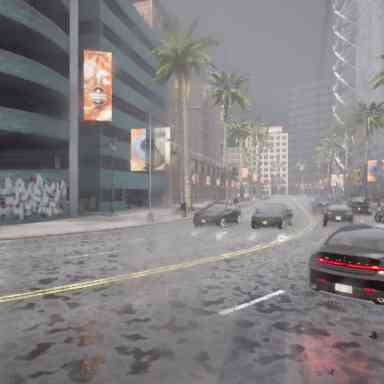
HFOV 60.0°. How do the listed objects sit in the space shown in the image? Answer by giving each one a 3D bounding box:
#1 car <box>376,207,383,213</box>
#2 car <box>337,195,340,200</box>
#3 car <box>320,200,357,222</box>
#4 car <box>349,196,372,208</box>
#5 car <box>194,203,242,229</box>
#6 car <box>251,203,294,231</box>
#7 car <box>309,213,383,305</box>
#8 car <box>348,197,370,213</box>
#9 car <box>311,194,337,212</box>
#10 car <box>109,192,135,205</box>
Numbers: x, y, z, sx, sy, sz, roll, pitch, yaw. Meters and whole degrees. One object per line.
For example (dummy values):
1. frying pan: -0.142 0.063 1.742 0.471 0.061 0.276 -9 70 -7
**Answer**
1. car: 13.281 1.557 21.786 1.994 1.385 4.181 0 0 21
2. car: 32.877 1.318 77.300 2.185 1.767 4.553 0 0 16
3. car: 10.205 1.516 23.453 1.812 1.442 4.674 0 0 21
4. car: 24.785 1.461 49.062 2.231 1.521 4.892 0 0 16
5. car: 1.827 1.462 22.129 1.882 1.535 5.008 0 0 27
6. car: 5.220 1.465 21.138 1.882 1.535 5.008 0 0 26
7. car: 4.450 1.504 7.872 1.837 1.490 4.892 1 1 43
8. car: 18.280 1.491 37.295 1.837 1.490 4.892 0 1 16
9. car: 14.810 1.332 37.896 2.097 1.767 4.553 0 0 16
10. car: -10.836 0.982 51.444 2.435 2.045 5.566 0 0 16
